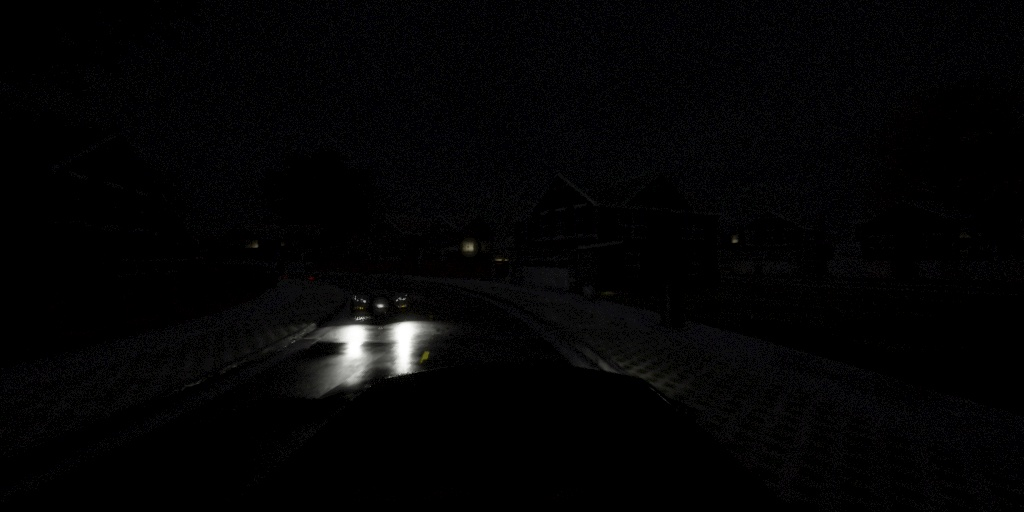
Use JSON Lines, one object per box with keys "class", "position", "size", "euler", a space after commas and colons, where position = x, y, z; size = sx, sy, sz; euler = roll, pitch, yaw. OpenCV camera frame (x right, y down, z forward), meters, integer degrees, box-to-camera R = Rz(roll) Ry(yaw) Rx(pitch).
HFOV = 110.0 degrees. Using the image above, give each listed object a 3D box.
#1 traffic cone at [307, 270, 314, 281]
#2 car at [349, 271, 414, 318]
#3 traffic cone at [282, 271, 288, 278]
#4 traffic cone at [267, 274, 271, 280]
{"class": "traffic cone", "position": [-17.570, 1.755, 31.515], "size": [0.340, 0.580, 0.340], "euler": [0, 0, -42]}
{"class": "car", "position": [-4.874, 1.334, 13.542], "size": [1.837, 1.490, 4.892], "euler": [0, 0, -18]}
{"class": "traffic cone", "position": [-21.826, 1.783, 34.822], "size": [0.340, 0.580, 0.340], "euler": [0, 0, -45]}
{"class": "traffic cone", "position": [-25.657, 1.974, 37.395], "size": [0.340, 0.580, 0.340], "euler": [0, 0, 28]}
